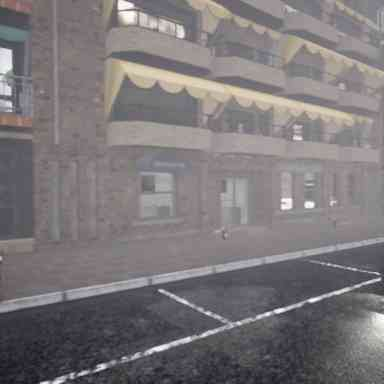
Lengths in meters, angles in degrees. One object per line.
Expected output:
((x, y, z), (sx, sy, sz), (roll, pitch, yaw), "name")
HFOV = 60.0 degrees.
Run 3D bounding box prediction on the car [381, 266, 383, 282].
((6.354, 1.556, 7.903), (4.181, 1.385, 1.994), (0, 0, -35), "car")
